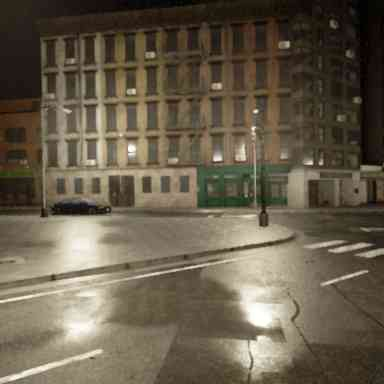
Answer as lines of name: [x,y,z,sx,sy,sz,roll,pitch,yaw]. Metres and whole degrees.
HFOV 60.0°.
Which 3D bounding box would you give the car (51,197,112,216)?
car: [-7.992,1.078,24.102,4.181,1.385,1.994,0,1,8]
